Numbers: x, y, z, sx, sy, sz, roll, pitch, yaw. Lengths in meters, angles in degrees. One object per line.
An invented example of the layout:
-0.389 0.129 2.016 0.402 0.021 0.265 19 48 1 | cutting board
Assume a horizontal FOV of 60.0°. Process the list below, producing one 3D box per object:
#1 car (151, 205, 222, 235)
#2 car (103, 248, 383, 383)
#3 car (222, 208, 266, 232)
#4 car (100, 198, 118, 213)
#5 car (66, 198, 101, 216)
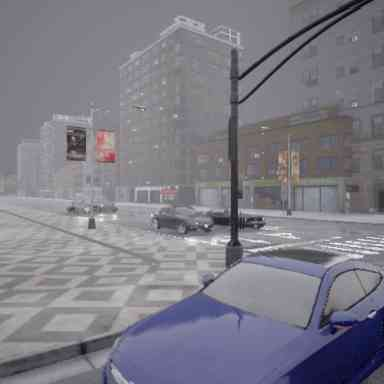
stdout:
-0.677 1.562 19.502 1.837 1.490 4.892 0 0 -36 | car
1.226 1.525 4.176 4.674 1.442 1.812 0 1 -42 | car
2.358 1.655 20.856 1.895 1.301 4.718 0 0 -36 | car
-10.227 1.480 38.162 2.097 1.767 4.553 0 0 -36 | car
-11.567 1.614 34.472 2.128 1.511 4.902 0 0 -36 | car
